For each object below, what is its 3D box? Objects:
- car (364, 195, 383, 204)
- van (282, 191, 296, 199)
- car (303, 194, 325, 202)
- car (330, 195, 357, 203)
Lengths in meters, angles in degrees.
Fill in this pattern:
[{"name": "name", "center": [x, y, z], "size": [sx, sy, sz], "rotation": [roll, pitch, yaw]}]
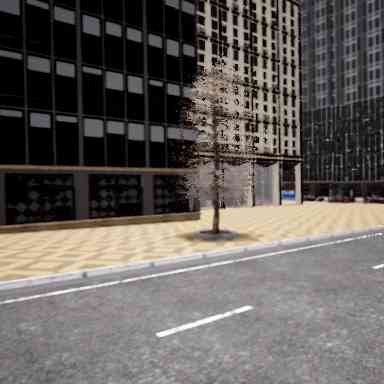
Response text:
[{"name": "car", "center": [28.072, 1.167, 49.838], "size": [1.947, 1.339, 4.313], "rotation": [-1, 1, -37]}, {"name": "van", "center": [21.354, 0.596, 73.160], "size": [1.690, 1.788, 3.998], "rotation": [-1, 1, -37]}, {"name": "car", "center": [21.357, 1.086, 59.013], "size": [1.947, 1.339, 4.313], "rotation": [-1, 1, -37]}, {"name": "car", "center": [24.698, 1.143, 54.415], "size": [1.802, 1.307, 4.206], "rotation": [-1, 1, -37]}]
